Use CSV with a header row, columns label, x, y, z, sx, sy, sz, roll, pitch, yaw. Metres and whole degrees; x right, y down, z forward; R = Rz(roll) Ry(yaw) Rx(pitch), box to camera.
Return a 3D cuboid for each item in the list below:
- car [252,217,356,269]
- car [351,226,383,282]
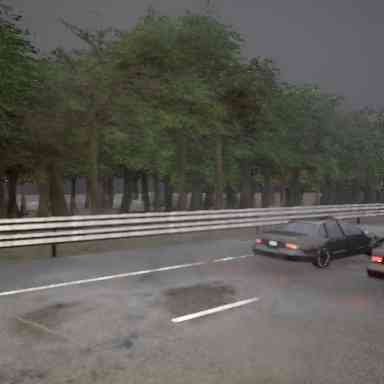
label,x,y,z,sx,sy,sz,roll,pitch,yaw
car,4.415,1.550,11.200,5.357,1.411,2.033,0,0,-36
car,6.499,1.550,8.388,5.357,1.411,2.033,0,0,-36
